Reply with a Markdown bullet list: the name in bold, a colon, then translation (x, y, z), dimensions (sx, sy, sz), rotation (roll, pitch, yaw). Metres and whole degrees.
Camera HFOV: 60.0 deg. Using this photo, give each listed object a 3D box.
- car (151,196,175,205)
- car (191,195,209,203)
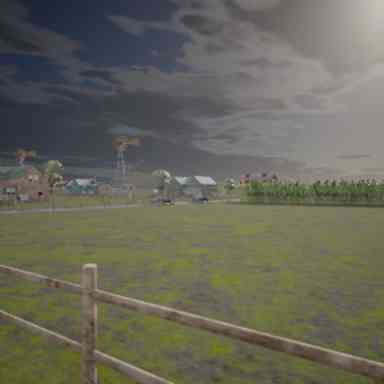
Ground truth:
- **car**: translation (-4.922, 1.386, 56.428), dimensions (2.128, 1.511, 4.902), rotation (-1, 0, 35)
- **car**: translation (1.661, 1.363, 66.065), dimensions (1.812, 1.442, 4.674), rotation (-1, 0, 35)
